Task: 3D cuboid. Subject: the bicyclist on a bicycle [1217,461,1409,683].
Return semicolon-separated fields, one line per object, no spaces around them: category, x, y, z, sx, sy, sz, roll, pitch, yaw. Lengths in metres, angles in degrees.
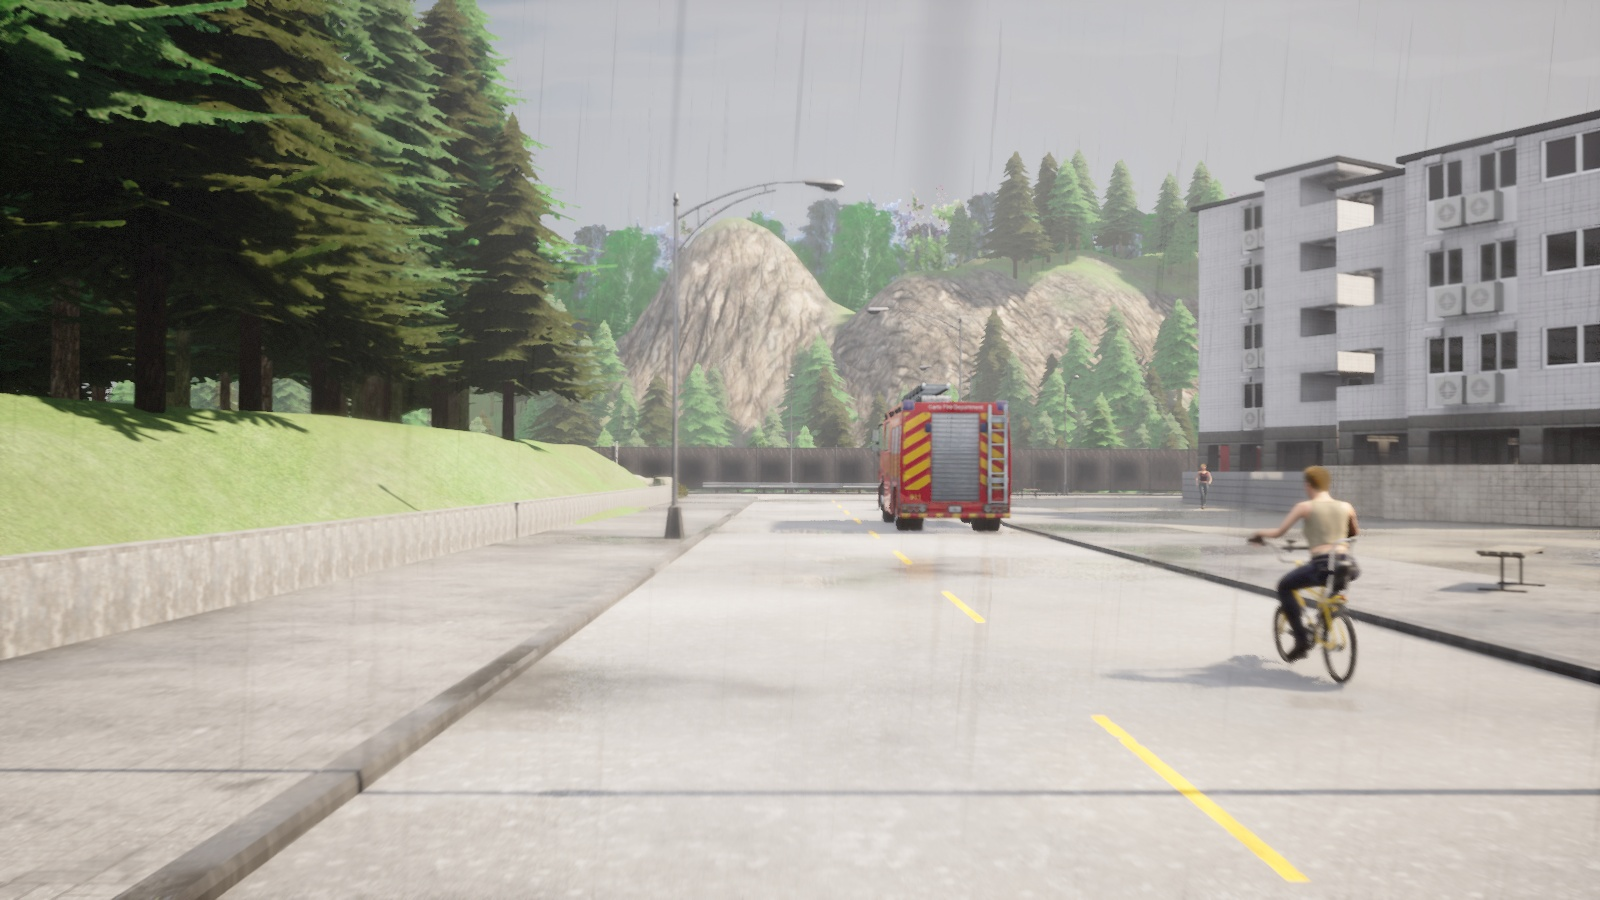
bicyclist on a bicycle;3.982;0.901;9.893;0.866;1.612;1.509;0;-1;0

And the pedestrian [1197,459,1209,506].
pedestrian;15.898;1.290;49.516;0.345;1.836;0.594;0;-1;9

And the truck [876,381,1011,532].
truck;3.912;0.241;36.242;2.891;3.827;8.468;0;-1;0
